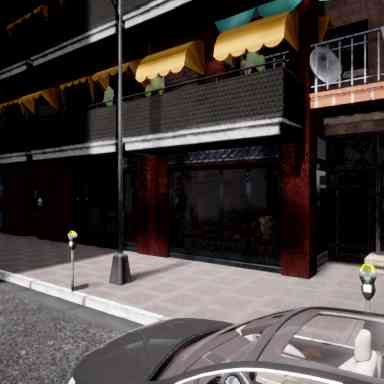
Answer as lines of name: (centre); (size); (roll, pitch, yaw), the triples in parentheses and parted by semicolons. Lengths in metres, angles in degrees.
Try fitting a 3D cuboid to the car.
car: (0.894, 1.551, 2.234); (4.403, 1.369, 2.008); (0, 0, 36)
